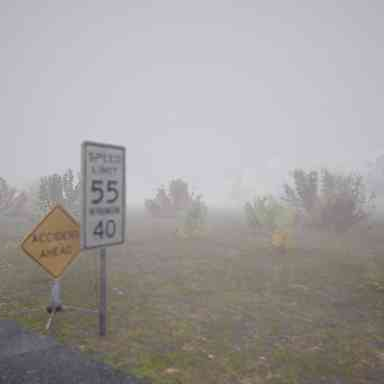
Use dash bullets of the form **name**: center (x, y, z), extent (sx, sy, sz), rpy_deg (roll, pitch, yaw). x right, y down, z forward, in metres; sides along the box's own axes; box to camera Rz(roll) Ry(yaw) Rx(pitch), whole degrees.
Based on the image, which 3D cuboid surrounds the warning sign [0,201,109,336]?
- **warning sign**: center (-2.265, 1.108, 5.537), extent (1.060, 1.860, 1.300), rpy_deg (1, 0, 35)
